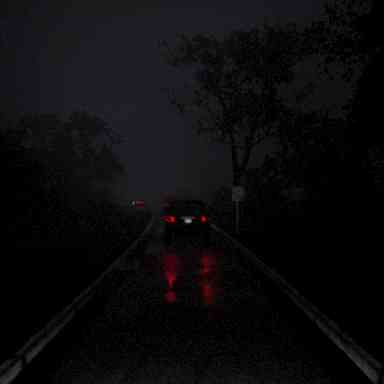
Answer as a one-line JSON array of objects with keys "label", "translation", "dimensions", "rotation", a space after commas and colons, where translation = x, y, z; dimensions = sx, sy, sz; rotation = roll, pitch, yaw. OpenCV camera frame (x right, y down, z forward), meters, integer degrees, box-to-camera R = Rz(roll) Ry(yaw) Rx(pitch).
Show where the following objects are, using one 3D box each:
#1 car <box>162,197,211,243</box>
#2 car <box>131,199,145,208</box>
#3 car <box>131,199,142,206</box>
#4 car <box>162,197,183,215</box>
[{"label": "car", "translation": [-0.307, 1.397, 17.317], "dimensions": [2.150, 2.045, 5.566], "rotation": [0, -1, -3]}, {"label": "car", "translation": [-9.915, 2.113, 62.721], "dimensions": [2.128, 1.511, 4.902], "rotation": [0, -1, -14]}, {"label": "car", "translation": [-11.669, 2.149, 69.943], "dimensions": [1.895, 1.301, 4.718], "rotation": [0, -1, -14]}, {"label": "car", "translation": [-2.399, 1.623, 39.962], "dimensions": [2.150, 2.045, 5.566], "rotation": [0, -1, -8]}]
